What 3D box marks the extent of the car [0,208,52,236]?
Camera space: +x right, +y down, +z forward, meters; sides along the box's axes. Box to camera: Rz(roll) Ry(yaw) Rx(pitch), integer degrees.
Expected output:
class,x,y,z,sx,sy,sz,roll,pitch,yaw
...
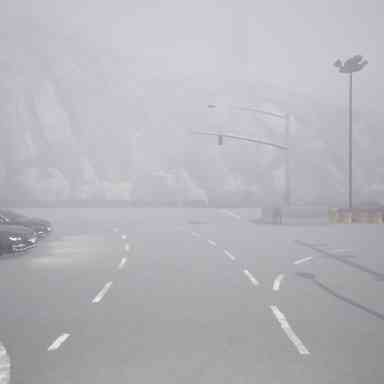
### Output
class,x,y,z,sx,sy,sz,roll,pitch,yaw
car,-8.918,1.471,15.040,4.892,1.490,1.837,0,0,-3

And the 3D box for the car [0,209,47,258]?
class,x,y,z,sx,sy,sz,roll,pitch,yaw
car,-8.009,1.480,11.582,4.892,1.490,1.837,0,0,-3

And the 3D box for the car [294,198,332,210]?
class,x,y,z,sx,sy,sz,roll,pitch,yaw
car,15.308,1.461,41.021,5.357,1.411,2.033,0,0,-3

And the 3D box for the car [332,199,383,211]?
class,x,y,z,sx,sy,sz,roll,pitch,yaw
car,15.597,1.500,30.522,4.181,1.385,1.994,0,0,-3
